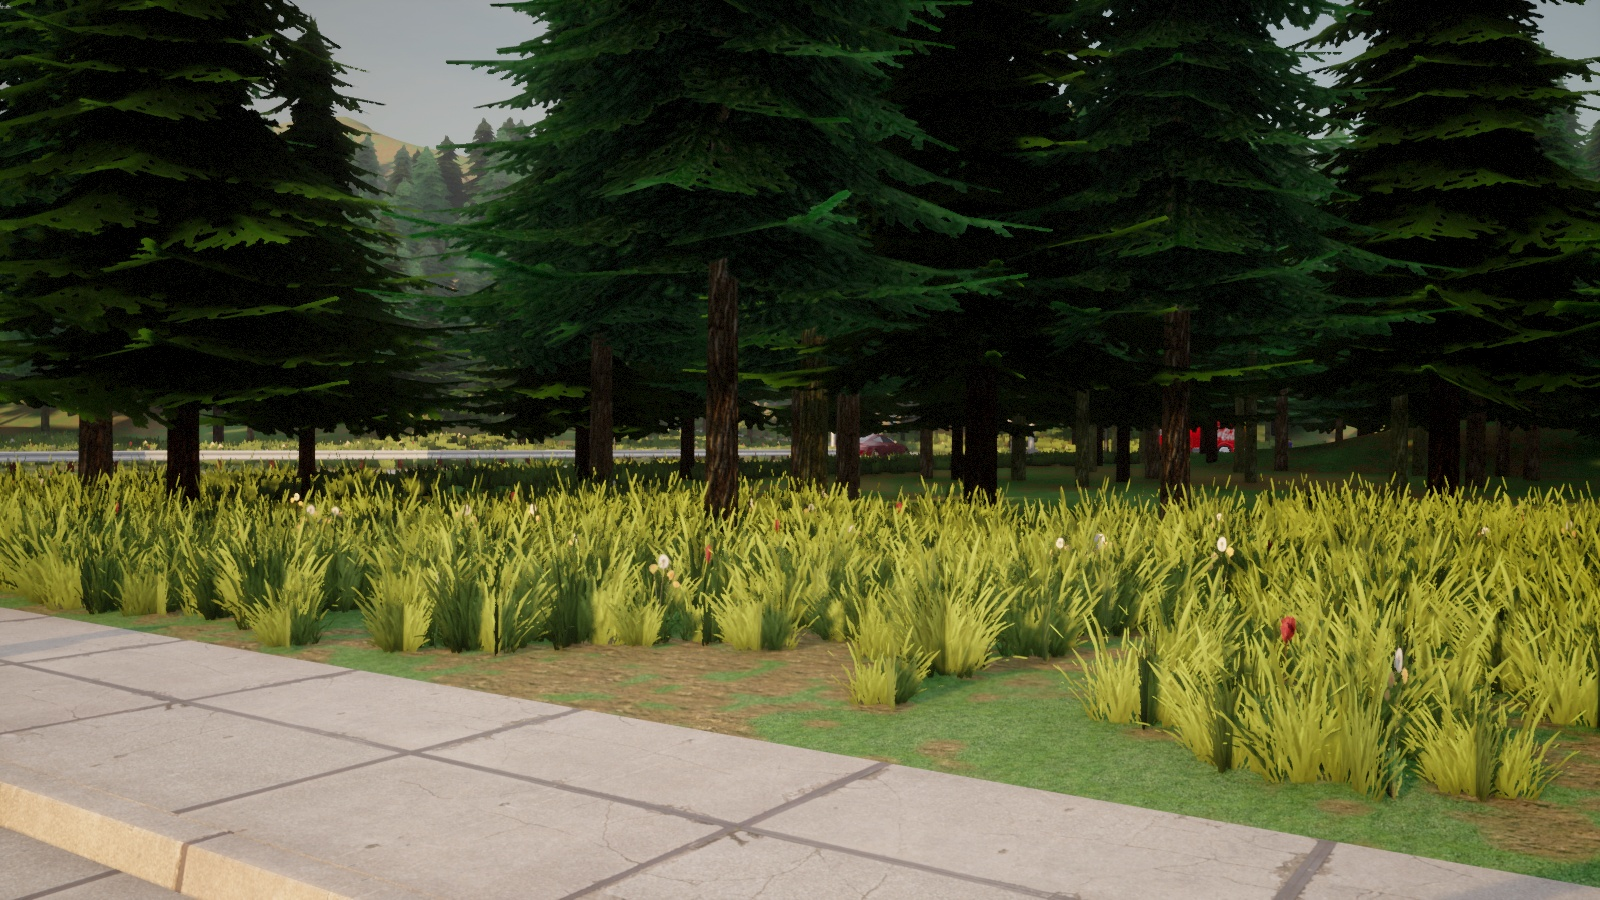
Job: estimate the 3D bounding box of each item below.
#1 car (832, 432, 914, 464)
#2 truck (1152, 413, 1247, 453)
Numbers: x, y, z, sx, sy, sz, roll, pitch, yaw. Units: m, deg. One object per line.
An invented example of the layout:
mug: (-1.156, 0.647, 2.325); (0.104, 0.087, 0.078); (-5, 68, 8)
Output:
car: (3.571, -0.130, 60.669); (1.812, 1.442, 4.674); (0, 1, 35)
truck: (25.597, -1.114, 80.606); (5.204, 2.467, 2.627); (-1, 1, -3)
